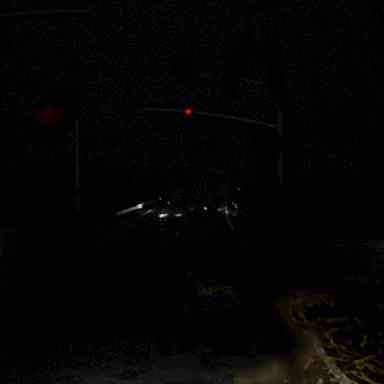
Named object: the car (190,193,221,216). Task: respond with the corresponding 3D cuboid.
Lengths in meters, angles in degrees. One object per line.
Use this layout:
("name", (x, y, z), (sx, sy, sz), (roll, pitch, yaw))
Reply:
("car", (1.226, 1.158, 28.453), (1.994, 1.385, 4.181), (0, 3, 5))

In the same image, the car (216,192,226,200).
("car", (4.914, 0.723, 59.311), (1.812, 1.442, 4.674), (0, -2, 7))

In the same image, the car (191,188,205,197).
("car", (1.056, 0.342, 57.054), (2.150, 2.045, 5.566), (0, -2, 8))

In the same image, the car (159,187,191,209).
("car", (-1.834, 0.531, 33.891), (2.150, 2.045, 5.566), (0, 3, 7))

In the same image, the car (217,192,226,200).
("car", (6.158, 0.887, 69.403), (1.882, 1.535, 5.008), (0, -1, 6))
